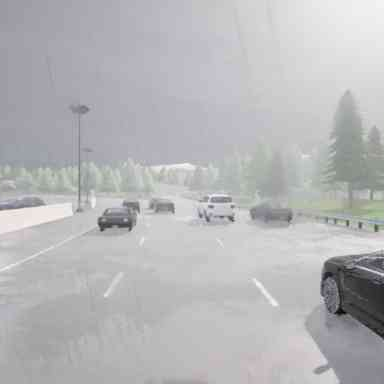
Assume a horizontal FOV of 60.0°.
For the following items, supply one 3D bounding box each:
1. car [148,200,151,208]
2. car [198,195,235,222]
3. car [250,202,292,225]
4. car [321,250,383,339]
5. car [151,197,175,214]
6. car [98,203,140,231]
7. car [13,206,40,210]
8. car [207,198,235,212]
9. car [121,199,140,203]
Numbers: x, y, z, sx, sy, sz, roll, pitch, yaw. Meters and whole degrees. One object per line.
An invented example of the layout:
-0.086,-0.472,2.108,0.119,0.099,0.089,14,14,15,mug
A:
-4.736,1.505,44.665,1.837,1.490,4.892,0,0,-13,car
1.879,1.224,26.675,2.150,2.045,5.566,0,0,-7,car
5.663,1.491,24.327,2.128,1.511,4.902,0,0,-6,car
3.479,1.491,4.632,2.128,1.511,4.902,0,0,-1,car
-2.993,1.478,35.492,1.882,1.535,5.008,0,0,-9,car
-4.460,1.601,20.500,1.895,1.301,4.718,0,0,-6,car
-17.376,1.351,35.592,2.097,1.767,4.553,0,0,-10,car
3.366,1.491,39.613,2.128,1.511,4.902,0,0,-10,car
-6.852,1.478,37.224,1.882,1.535,5.008,0,0,-10,car
